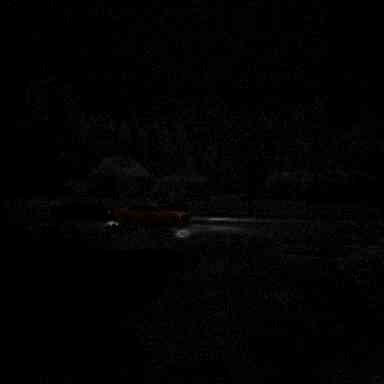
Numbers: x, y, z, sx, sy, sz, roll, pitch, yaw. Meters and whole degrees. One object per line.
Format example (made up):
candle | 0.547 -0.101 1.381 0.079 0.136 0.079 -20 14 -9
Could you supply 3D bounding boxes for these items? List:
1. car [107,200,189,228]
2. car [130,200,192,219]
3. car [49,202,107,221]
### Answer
car | -2.655 1.450 21.657 5.008 1.535 1.882 0 0 13
car | -2.662 1.462 28.840 4.902 1.511 2.128 0 0 13
car | -8.621 1.475 26.618 5.357 1.411 2.033 0 0 13
